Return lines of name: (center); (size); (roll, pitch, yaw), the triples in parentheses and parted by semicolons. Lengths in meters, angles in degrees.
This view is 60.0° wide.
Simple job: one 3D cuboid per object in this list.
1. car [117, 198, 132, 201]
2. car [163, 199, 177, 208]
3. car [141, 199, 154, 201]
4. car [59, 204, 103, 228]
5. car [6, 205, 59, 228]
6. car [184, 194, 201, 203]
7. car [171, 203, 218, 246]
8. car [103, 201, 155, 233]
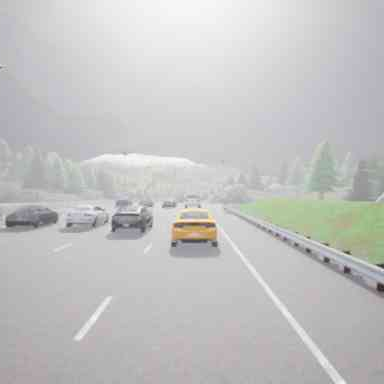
car: (-10.406, 1.606, 51.230); (1.882, 1.535, 5.008); (0, -1, 0)
car: (-3.407, 1.713, 52.164); (1.994, 1.385, 4.181); (0, -1, 0)
car: (-6.907, 1.694, 51.080); (1.994, 1.385, 4.181); (0, -1, 0)
car: (-6.903, 1.536, 22.228); (1.812, 1.442, 4.674); (0, 0, 0)
car: (-10.401, 1.574, 22.049); (1.994, 1.385, 4.181); (0, 0, 0)
car: (0.095, 1.297, 46.648); (2.150, 2.045, 5.566); (0, 0, 0)
car: (0.097, 1.481, 15.287); (1.882, 1.535, 5.008); (0, 0, 0)
car: (-3.404, 1.499, 19.595); (2.128, 1.511, 4.902); (0, 0, 0)
